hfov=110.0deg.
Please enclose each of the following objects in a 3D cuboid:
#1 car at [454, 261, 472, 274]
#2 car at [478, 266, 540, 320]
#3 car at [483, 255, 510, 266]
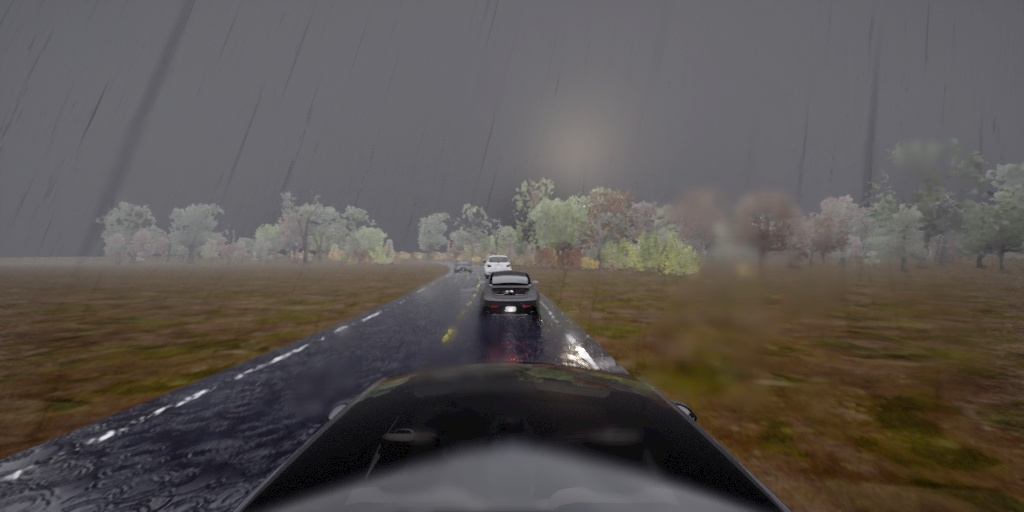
[{"bbox_3d":[-5.649,1.304,41.567,1.994,1.385,4.181,0,0,-7],"label":"car"},{"bbox_3d":[-0.107,1.252,12.557,1.837,1.490,4.892,0,0,-2],"label":"car"},{"bbox_3d":[-1.338,0.964,31.883,2.150,2.045,5.566,0,0,-5],"label":"car"}]
